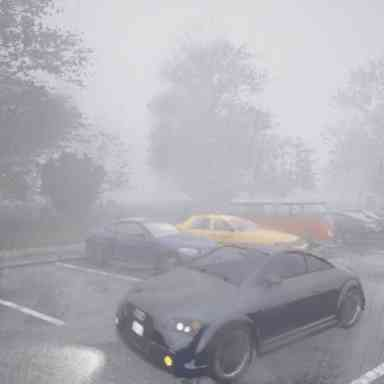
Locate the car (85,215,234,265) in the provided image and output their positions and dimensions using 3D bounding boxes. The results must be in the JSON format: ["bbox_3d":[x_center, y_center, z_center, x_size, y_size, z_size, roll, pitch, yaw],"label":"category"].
[{"bbox_3d":[-1.333,1.529,10.224,4.674,1.452,2.002,-1,-1,35],"label":"car"}]

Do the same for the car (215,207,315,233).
[{"bbox_3d":[1.257,1.487,11.818,5.366,1.575,1.946,-1,-1,35],"label":"car"}]

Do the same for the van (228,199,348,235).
[{"bbox_3d":[3.642,1.270,13.553,4.442,1.987,1.878,-1,-1,35],"label":"van"}]

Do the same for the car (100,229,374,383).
[{"bbox_3d":[0.938,1.565,5.414,4.181,1.385,1.994,0,0,-35],"label":"car"}]

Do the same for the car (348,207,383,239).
[{"bbox_3d":[5.996,1.543,15.293,4.674,1.452,2.002,-1,-1,35],"label":"car"}]
